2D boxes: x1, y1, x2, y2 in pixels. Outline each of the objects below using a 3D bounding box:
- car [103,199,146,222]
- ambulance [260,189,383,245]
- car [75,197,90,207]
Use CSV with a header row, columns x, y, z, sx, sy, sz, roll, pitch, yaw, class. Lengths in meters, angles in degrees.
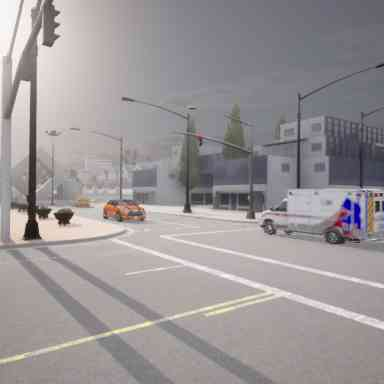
x,y,z,sx,sy,sz,roll,pitch,yaw,class
-5.472,1.355,26.686,2.097,1.767,4.553,1,0,-35,car
6.213,1.100,16.217,2.351,2.431,6.366,0,0,-35,ambulance
-16.820,1.505,51.028,1.882,1.535,5.008,1,0,-21,car
